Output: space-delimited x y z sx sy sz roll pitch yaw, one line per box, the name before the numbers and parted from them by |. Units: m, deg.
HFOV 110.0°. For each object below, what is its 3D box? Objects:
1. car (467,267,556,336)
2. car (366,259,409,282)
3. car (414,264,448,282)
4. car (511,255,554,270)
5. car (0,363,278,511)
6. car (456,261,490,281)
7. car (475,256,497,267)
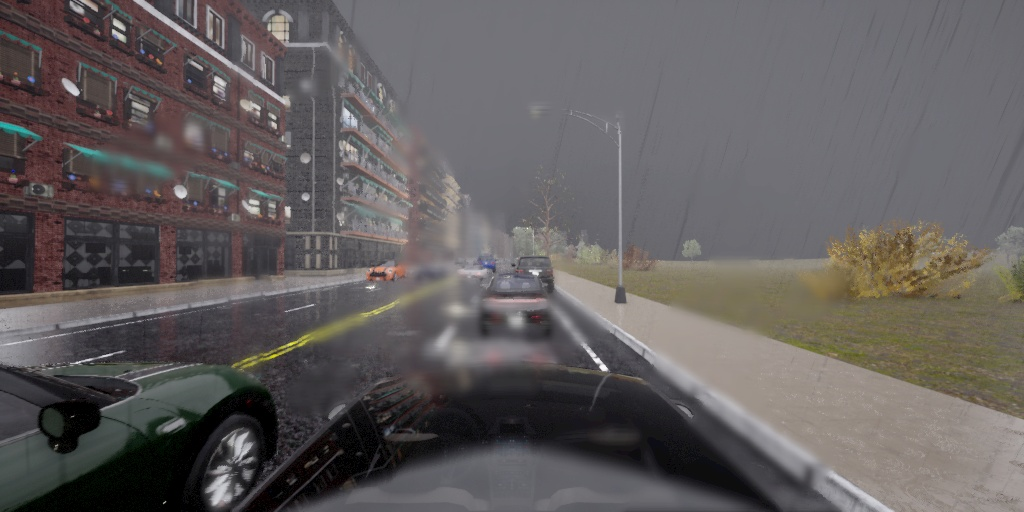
car | 0.111 1.243 10.452 2.128 1.511 4.902 0 0 0
car | -9.823 1.104 28.525 2.097 1.767 4.553 0 0 0
car | -6.571 1.353 29.420 1.895 1.301 4.718 0 0 0
car | 1.158 0.977 20.321 2.150 2.045 5.566 0 0 0
car | -3.148 1.102 1.336 2.097 1.767 4.553 0 0 0
car | -3.115 1.352 29.562 1.895 1.301 4.718 0 0 0
car | -3.092 0.970 44.547 2.150 2.045 5.566 0 0 -1
